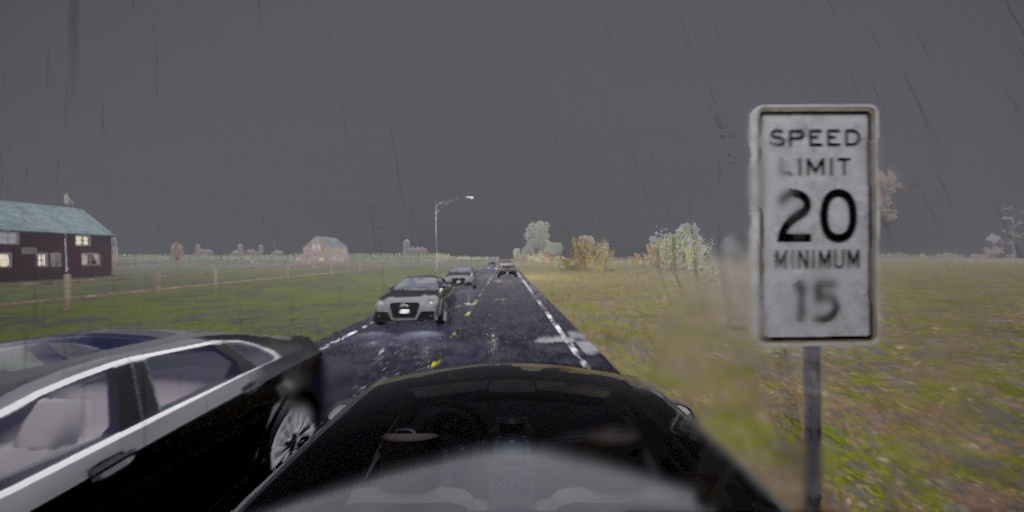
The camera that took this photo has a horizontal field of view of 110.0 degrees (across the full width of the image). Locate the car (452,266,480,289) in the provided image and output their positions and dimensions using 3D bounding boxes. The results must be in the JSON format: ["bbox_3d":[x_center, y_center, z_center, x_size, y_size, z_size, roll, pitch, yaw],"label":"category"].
[{"bbox_3d":[-3.196,1.344,23.376,1.994,1.385,4.181,-1,0,-1],"label":"car"}]

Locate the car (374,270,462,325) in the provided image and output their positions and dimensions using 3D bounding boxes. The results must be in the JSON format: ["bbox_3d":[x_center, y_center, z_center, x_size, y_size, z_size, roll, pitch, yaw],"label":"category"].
[{"bbox_3d":[-3.002,1.344,11.904,1.994,1.385,4.181,-1,0,-1],"label":"car"}]

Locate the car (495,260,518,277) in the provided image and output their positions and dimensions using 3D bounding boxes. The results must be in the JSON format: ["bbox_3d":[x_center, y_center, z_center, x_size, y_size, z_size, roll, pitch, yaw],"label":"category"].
[{"bbox_3d":[-0.473,1.256,34.857,1.837,1.490,4.892,-1,0,-1],"label":"car"}]

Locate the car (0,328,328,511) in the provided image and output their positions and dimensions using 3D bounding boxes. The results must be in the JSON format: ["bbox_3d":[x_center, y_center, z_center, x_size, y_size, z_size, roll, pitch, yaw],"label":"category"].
[{"bbox_3d":[-2.829,1.273,1.789,2.128,1.511,4.902,-1,0,-1],"label":"car"}]
